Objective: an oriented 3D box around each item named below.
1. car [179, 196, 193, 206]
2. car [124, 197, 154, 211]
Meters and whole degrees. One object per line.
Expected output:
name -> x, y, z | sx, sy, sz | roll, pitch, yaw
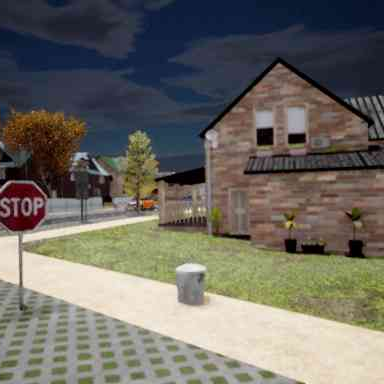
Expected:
car -> -0.816, 1.477, 56.982 | 2.097, 1.767, 4.553 | -1, -1, 17
car -> -6.268, 1.308, 39.583 | 2.097, 1.767, 4.553 | -1, -1, 17
